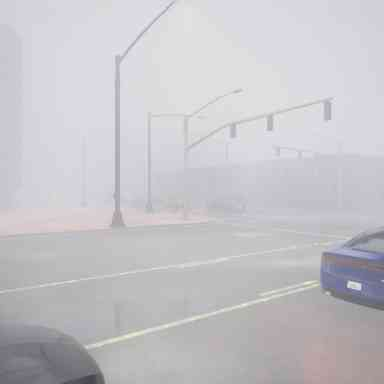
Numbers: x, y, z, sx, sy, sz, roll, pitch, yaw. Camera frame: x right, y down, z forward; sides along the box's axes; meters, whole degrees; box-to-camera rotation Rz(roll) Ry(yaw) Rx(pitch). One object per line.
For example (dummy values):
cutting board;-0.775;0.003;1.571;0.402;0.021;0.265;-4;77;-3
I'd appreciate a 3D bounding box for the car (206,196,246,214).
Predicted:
car;3.561;1.491;36.352;2.128;1.511;4.902;0;0;-36

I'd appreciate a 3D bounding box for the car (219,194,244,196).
car;4.344;1.221;41.427;2.150;2.045;5.566;0;0;-34

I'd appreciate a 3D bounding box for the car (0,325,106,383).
car;-2.881;1.505;1.699;4.892;1.490;1.837;0;0;-35

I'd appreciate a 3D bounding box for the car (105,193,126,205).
car;-14.033;1.221;61.100;2.150;2.045;5.566;0;0;-37

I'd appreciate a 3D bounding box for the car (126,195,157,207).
car;-8.021;1.491;52.593;2.128;1.511;4.902;0;0;-35

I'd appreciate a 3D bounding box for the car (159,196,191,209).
car;-2.035;1.352;44.192;2.097;1.767;4.553;0;0;-35

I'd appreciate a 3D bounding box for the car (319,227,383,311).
car;4.851;1.478;7.208;5.008;1.535;1.882;0;0;-35

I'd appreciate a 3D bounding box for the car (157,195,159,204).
car;-6.621;1.351;56.984;2.097;1.767;4.553;0;0;-36
